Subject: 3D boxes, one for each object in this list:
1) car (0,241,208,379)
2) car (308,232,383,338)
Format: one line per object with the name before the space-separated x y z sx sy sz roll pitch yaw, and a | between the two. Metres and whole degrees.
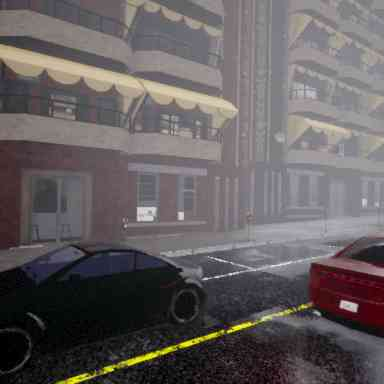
car | -1.778 1.565 5.514 4.181 1.385 1.994 0 0 -36
car | 4.252 1.481 6.190 5.008 1.535 1.882 0 0 -36
